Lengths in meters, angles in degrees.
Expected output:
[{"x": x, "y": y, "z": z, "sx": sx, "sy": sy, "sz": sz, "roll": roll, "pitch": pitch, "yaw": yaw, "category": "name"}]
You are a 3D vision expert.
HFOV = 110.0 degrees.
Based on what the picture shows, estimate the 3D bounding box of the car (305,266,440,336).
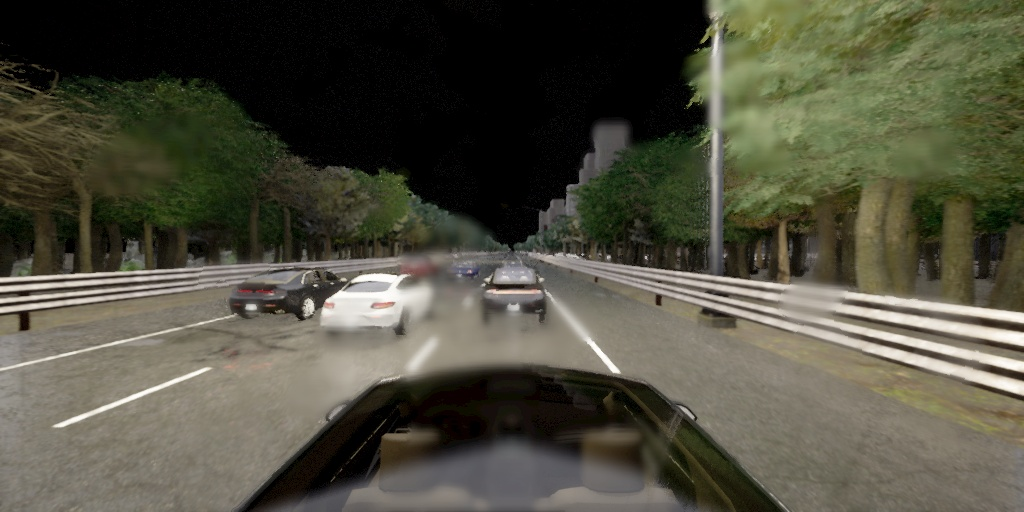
[{"x": -3.426, "y": 1.181, "z": 9.897, "sx": 1.812, "sy": 1.442, "sz": 4.674, "roll": 0, "pitch": 1, "yaw": 0, "category": "car"}]

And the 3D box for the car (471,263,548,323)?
[{"x": 0.086, "y": 1.125, "z": 11.570, "sx": 2.128, "sy": 1.511, "sz": 4.902, "roll": 0, "pitch": 0, "yaw": 0, "category": "car"}]

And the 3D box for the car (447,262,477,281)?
[{"x": -3.406, "y": 1.059, "z": 26.223, "sx": 1.895, "sy": 1.301, "sz": 4.718, "roll": 0, "pitch": 1, "yaw": 0, "category": "car"}]

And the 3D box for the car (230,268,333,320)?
[{"x": -6.911, "y": 1.133, "z": 11.986, "sx": 1.837, "sy": 1.490, "sz": 4.892, "roll": 0, "pitch": 0, "yaw": 0, "category": "car"}]

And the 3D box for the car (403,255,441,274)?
[{"x": -6.903, "y": 0.792, "z": 27.625, "sx": 2.097, "sy": 1.767, "sz": 4.553, "roll": 0, "pitch": 1, "yaw": 0, "category": "car"}]
